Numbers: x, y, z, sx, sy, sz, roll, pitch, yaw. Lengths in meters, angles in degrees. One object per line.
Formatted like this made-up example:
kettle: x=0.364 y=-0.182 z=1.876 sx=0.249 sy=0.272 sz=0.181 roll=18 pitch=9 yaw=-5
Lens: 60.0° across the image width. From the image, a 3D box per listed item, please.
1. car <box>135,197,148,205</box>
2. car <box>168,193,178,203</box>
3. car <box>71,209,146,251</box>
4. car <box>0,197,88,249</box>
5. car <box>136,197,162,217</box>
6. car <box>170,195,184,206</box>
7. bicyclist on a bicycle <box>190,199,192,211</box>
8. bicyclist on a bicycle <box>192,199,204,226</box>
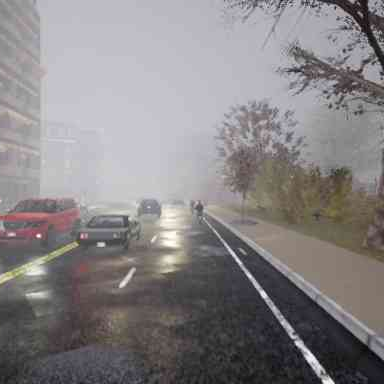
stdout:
car: x=-9.420 y=1.693 z=62.325 sx=1.994 sy=1.385 sz=4.181 roll=0 pitch=0 yaw=-5
car: x=-4.169 y=1.321 z=74.947 sx=2.150 sy=2.045 sz=5.566 roll=0 pitch=0 yaw=-6
car: x=-3.335 y=1.625 z=14.290 sx=1.895 sy=1.301 sz=4.718 roll=0 pitch=0 yaw=-1
car: x=-6.795 y=1.251 z=15.182 sx=2.150 sy=2.045 sz=5.566 roll=0 pitch=0 yaw=-1
car: x=-3.963 y=1.403 z=31.979 sx=2.097 sy=1.767 sz=4.553 roll=0 pitch=0 yaw=-3
car: x=-2.411 y=1.643 z=57.367 sx=1.994 sy=1.385 sz=4.181 roll=0 pitch=0 yaw=-4
bicyclist on a bicycle: x=0.045 y=1.501 z=32.950 sx=0.582 sy=1.620 sz=1.656 roll=0 pitch=0 yaw=-3
bicyclist on a bicycle: x=0.499 y=1.403 z=21.926 sx=0.659 sy=1.776 sz=1.843 roll=0 pitch=0 yaw=-2
